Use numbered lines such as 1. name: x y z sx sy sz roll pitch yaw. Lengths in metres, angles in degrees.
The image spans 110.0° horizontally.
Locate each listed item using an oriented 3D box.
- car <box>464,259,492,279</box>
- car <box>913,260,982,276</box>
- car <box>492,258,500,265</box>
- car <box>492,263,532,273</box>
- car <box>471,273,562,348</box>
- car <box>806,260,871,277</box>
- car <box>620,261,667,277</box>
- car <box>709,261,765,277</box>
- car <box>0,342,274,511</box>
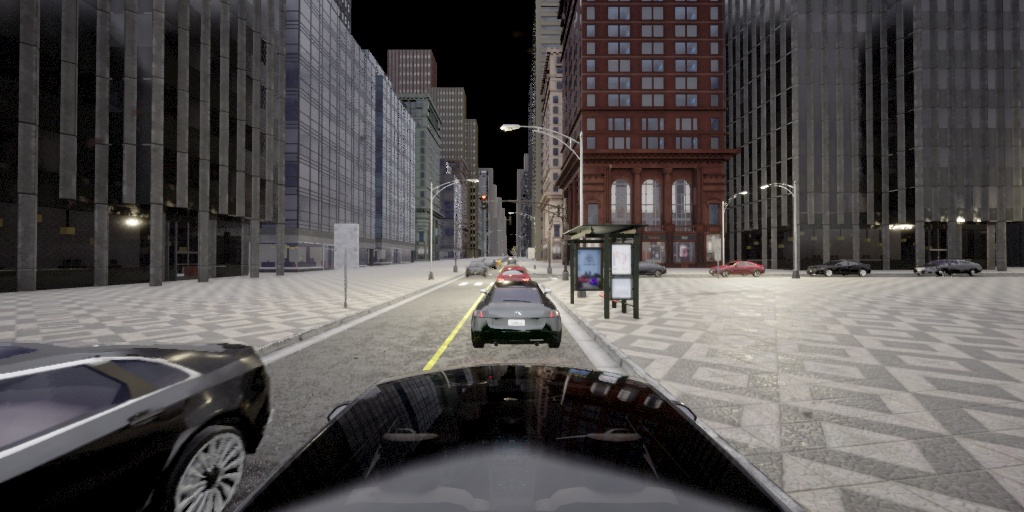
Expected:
1. car: -3.110 1.226 32.548 1.837 1.490 4.892 0 -1 0
2. car: 40.191 1.087 33.158 4.902 1.511 2.128 0 -1 1
3. car: -3.110 1.159 50.347 1.882 1.535 5.008 0 0 0
4. car: 0.112 1.269 19.078 1.812 1.442 4.674 0 0 1
5. car: 0.096 1.314 9.243 1.994 1.385 4.181 0 0 0
6. car: 30.155 1.112 33.194 5.008 1.535 1.882 0 -1 0
7. car: 11.861 1.225 33.210 4.674 1.442 1.812 0 -1 -2
8. car: 20.797 1.194 33.208 4.674 1.442 1.812 0 -1 0
9. car: -3.099 1.241 1.247 2.128 1.511 4.902 0 0 0
